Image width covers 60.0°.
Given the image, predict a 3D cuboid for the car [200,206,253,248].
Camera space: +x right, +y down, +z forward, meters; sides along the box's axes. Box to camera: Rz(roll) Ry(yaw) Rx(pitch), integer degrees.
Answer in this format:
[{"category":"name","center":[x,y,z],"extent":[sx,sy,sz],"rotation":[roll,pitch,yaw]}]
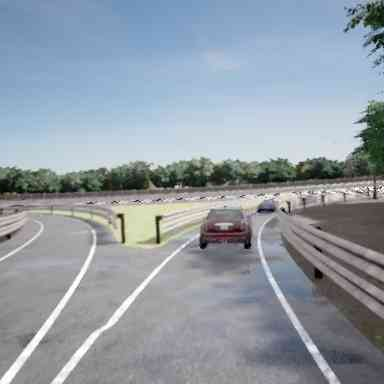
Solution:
[{"category":"car","center":[1.685,1.422,15.250],"extent":[2.097,1.767,4.553],"rotation":[-2,0,11]}]

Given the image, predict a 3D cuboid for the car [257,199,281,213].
[{"category":"car","center":[8.468,1.484,35.966],"extent":[1.994,1.385,4.181],"rotation":[-2,0,26]}]
